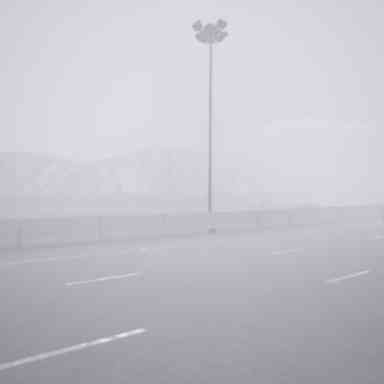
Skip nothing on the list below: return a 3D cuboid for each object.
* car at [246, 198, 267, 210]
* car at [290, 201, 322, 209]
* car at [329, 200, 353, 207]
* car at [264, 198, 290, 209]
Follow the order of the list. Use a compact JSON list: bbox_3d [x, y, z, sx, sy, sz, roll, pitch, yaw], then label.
[{"bbox_3d":[9.736,1.591,47.766,2.097,1.767,4.553,0,0,45],"label":"car"},{"bbox_3d":[15.050,1.852,43.160,1.895,1.301,4.718,0,0,45],"label":"car"},{"bbox_3d":[19.027,1.795,42.268,1.812,1.442,4.674,0,-1,44],"label":"car"},{"bbox_3d":[12.341,1.845,45.394,1.895,1.301,4.718,0,0,45],"label":"car"}]
